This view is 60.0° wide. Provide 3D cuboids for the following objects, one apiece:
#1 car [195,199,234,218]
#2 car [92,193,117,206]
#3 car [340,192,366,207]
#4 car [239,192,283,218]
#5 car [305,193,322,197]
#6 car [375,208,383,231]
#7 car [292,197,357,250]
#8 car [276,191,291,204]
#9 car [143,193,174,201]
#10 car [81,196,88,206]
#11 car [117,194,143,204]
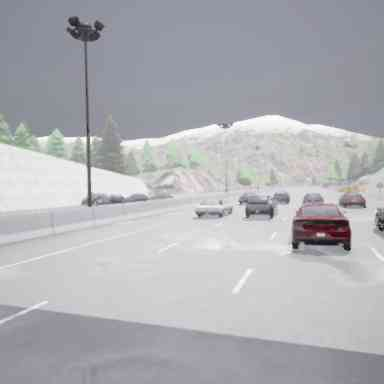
[{"bbox_3d":[1.795,1.165,25.049,1.895,1.301,4.718,-1,1,20],"label":"car"},{"bbox_3d":[-10.501,1.043,43.153,2.128,1.511,4.902,-1,1,20],"label":"car"},{"bbox_3d":[15.378,0.713,32.009,1.994,1.385,4.181,-1,1,19],"label":"car"},{"bbox_3d":[5.054,1.004,23.778,2.128,1.511,4.902,-1,1,19],"label":"car"},{"bbox_3d":[11.222,0.809,30.744,2.033,1.411,5.357,-1,1,19],"label":"car"},{"bbox_3d":[8.925,1.076,13.702,2.128,1.511,4.902,-1,1,19],"label":"car"},{"bbox_3d":[4.940,1.164,12.927,1.882,1.535,5.008,-1,1,19],"label":"car"},{"bbox_3d":[10.998,0.601,40.641,2.128,1.511,4.902,-1,1,19],"label":"car"},{"bbox_3d":[-3.777,0.939,41.164,1.837,1.490,4.892,-1,0,20],"label":"car"},{"bbox_3d":[-13.262,0.974,45.809,2.097,1.767,4.553,-1,1,19],"label":"car"},{"bbox_3d":[-7.076,0.995,42.333,1.837,1.490,4.892,-1,0,20],"label":"car"}]
